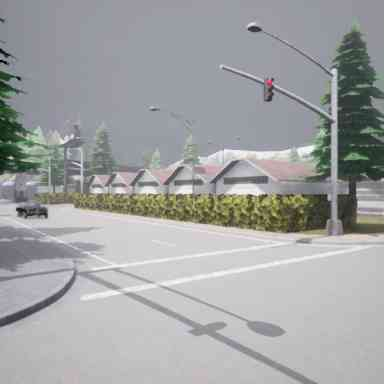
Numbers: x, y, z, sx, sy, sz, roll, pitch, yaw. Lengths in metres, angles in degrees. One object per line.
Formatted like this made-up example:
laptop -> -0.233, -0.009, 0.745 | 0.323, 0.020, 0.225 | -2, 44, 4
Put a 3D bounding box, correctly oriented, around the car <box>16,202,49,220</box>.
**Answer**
car -> -13.904, 1.553, 28.889 | 1.895, 1.301, 4.718 | 0, 0, -36
